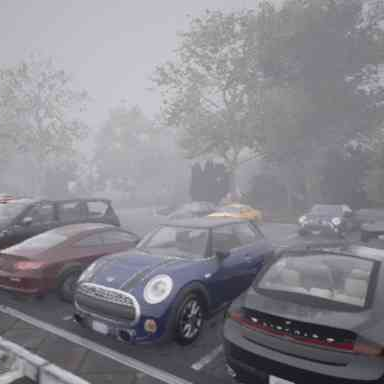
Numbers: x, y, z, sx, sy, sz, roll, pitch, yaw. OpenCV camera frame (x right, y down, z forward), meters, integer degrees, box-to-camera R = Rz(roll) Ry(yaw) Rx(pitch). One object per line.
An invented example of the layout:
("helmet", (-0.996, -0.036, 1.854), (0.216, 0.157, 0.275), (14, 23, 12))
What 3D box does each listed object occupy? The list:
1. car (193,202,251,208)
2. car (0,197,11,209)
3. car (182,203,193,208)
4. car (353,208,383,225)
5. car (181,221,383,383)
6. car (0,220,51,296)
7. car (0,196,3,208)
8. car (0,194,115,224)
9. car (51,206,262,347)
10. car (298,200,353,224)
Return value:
("car", (2.532, 1.439, 20.567), (1.946, 1.575, 5.366), (0, 0, 35))
("car", (-24.719, 1.332, 40.171), (2.002, 1.452, 4.674), (0, 0, 35))
("car", (0.380, 1.431, 22.332), (2.231, 1.521, 4.892), (0, 0, 35))
("car", (9.409, 1.510, 15.869), (2.163, 1.488, 4.792), (0, 0, 35))
("car", (2.233, 1.483, 4.949), (2.231, 1.521, 4.892), (0, 0, 35))
("car", (-2.334, 1.497, 8.202), (2.002, 1.452, 4.674), (0, 0, 35))
("car", (-26.889, 1.284, 41.711), (2.097, 1.535, 5.008), (0, 0, 35))
("car", (-4.632, 1.192, 9.804), (2.435, 2.045, 5.566), (0, 0, 35))
("car", (-0.029, 1.344, 6.604), (2.185, 1.767, 4.553), (0, 0, 35))
("car", (7.181, 1.342, 17.526), (2.185, 1.767, 4.553), (0, 0, 35))
